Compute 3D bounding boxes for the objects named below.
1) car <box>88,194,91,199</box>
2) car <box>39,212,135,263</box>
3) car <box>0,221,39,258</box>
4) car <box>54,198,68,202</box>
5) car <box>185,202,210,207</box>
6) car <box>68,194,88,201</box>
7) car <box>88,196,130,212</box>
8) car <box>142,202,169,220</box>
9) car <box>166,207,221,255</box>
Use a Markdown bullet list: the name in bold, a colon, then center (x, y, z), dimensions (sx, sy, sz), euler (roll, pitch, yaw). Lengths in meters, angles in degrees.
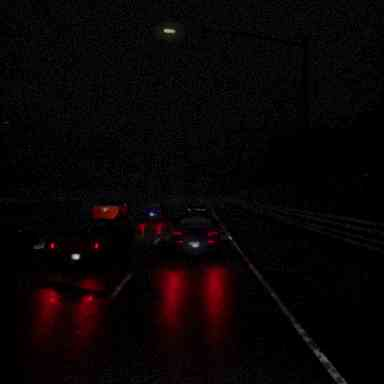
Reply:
- **car**: center (-15.973, 1.559, 58.362), dimensions (2.097, 1.767, 4.553), euler (0, 0, 3)
- **car**: center (-3.368, 1.619, 12.011), dimensions (1.895, 1.301, 4.718), euler (0, 0, 1)
- **car**: center (-6.905, 1.563, 10.499), dimensions (2.033, 1.411, 5.357), euler (0, 0, 1)
- **car**: center (-22.914, 1.733, 59.309), dimensions (1.812, 1.442, 4.674), euler (0, 0, 3)
- **car**: center (0.436, 1.545, 27.417), dimensions (2.128, 1.511, 4.902), euler (0, 0, 2)
- **car**: center (-19.420, 1.430, 59.114), dimensions (2.150, 2.045, 5.566), euler (0, 0, 3)
- **car**: center (-6.564, 1.403, 27.482), dimensions (2.097, 1.767, 4.553), euler (0, 0, 2)
- **car**: center (-3.038, 1.580, 28.217), dimensions (1.812, 1.442, 4.674), euler (0, 0, 2)
- **car**: center (0.163, 1.547, 13.264), dimensions (1.812, 1.442, 4.674), euler (0, 0, 1)
